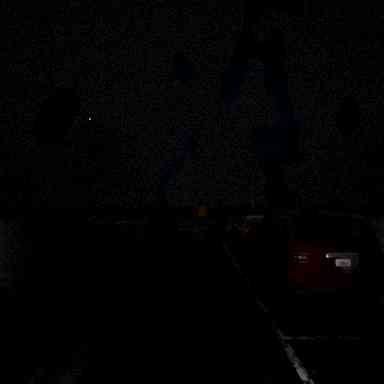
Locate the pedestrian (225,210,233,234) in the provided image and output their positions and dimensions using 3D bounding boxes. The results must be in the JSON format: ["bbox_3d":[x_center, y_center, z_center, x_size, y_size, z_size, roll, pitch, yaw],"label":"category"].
[{"bbox_3d":[2.059,1.573,17.102,0.375,1.300,0.375,0,0,0],"label":"pedestrian"}]

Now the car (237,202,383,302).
[{"bbox_3d":[2.634,1.315,8.186,2.192,1.841,5.009,0,0,0],"label":"car"}]

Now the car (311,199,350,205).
[{"bbox_3d":[10.270,1.360,26.780,5.008,1.535,1.882,0,0,0],"label":"car"}]

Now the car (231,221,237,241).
[{"bbox_3d":[2.633,1.525,13.902,1.752,1.417,4.829,0,0,0],"label":"car"}]

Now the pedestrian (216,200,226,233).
[{"bbox_3d":[1.625,1.293,17.763,0.375,1.860,0.375,0,0,0],"label":"pedestrian"}]

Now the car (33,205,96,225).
[{"bbox_3d":[-9.109,1.653,23.934,4.181,1.385,1.994,-1,0,0],"label":"car"}]

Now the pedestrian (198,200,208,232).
[{"bbox_3d":[0.572,1.293,18.363,0.375,1.860,0.375,0,0,0],"label":"pedestrian"}]
